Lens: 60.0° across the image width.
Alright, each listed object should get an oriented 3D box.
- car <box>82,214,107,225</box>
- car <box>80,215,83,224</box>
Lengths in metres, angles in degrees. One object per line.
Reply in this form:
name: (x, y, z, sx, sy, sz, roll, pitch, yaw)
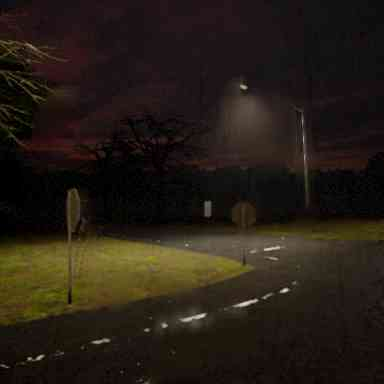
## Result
car: (-15.337, 4.513, 53.327, 2.033, 1.411, 5.357, -1, -2, -34)
car: (-19.342, 4.747, 59.101, 2.128, 1.511, 4.902, -1, -2, -34)
